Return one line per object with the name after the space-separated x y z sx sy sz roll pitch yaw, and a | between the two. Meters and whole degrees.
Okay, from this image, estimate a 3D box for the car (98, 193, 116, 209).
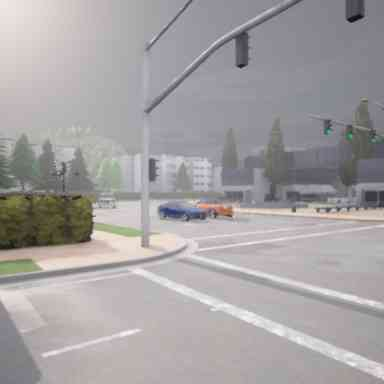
-11.787 1.191 46.268 2.150 2.045 5.566 0 0 -14 | car

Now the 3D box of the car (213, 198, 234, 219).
1.480 1.321 29.130 2.097 1.767 4.553 0 0 -38 | car

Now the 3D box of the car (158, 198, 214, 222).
-0.802 1.453 26.193 1.882 1.535 5.008 0 1 -37 | car
